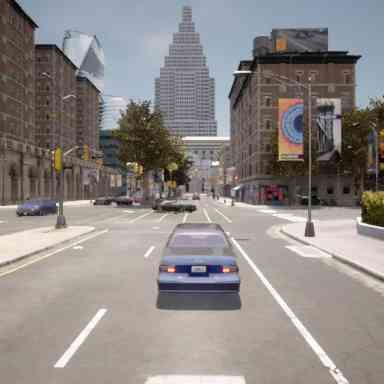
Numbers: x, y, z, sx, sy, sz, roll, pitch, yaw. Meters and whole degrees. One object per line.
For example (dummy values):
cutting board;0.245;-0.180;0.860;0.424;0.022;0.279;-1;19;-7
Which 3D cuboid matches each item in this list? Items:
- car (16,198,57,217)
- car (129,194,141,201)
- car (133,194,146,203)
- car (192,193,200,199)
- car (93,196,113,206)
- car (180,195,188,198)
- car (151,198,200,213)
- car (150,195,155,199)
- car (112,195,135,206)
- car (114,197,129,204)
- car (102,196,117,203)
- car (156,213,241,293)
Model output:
car;-14.707;1.352;31.633;2.097;1.767;4.553;0;0;1
car;-13.949;1.355;81.981;2.097;1.767;4.553;0;0;1
car;-10.627;1.478;68.342;1.882;1.535;5.008;0;0;1
car;1.158;1.350;90.063;2.097;1.767;4.553;0;0;1
car;-14.411;1.564;53.407;1.994;1.385;4.181;0;0;1
car;-2.342;1.519;90.138;1.812;1.442;4.674;0;0;1
car;-1.877;1.601;35.234;4.718;1.301;1.895;0;0;28
car;-10.429;1.500;83.501;1.837;1.490;4.892;0;0;1
car;-10.912;1.601;53.560;1.895;1.301;4.718;0;0;1
car;-14.150;1.599;66.883;1.895;1.301;4.718;0;0;1
car;-17.357;1.595;69.885;1.895;1.301;4.718;0;0;1
car;0.176;1.547;8.984;2.033;1.411;5.357;0;0;1
